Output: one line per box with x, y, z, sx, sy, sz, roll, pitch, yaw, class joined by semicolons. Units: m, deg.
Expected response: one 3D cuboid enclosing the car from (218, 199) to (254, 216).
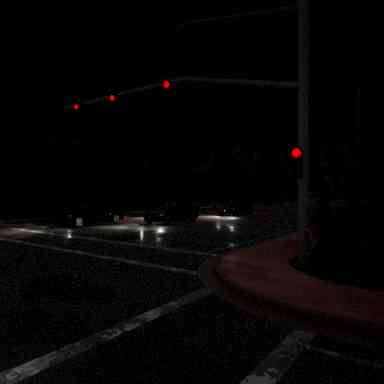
4.424;1.505;32.792;1.837;1.490;4.892;0;0;36;car

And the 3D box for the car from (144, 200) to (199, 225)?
-1.435;1.477;24.653;1.882;1.535;5.008;0;0;36;car

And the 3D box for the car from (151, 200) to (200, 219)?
-1.420;1.505;30.677;1.837;1.490;4.892;0;0;36;car

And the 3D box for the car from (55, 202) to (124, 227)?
-6.951;1.477;22.961;1.882;1.535;5.008;0;0;36;car
